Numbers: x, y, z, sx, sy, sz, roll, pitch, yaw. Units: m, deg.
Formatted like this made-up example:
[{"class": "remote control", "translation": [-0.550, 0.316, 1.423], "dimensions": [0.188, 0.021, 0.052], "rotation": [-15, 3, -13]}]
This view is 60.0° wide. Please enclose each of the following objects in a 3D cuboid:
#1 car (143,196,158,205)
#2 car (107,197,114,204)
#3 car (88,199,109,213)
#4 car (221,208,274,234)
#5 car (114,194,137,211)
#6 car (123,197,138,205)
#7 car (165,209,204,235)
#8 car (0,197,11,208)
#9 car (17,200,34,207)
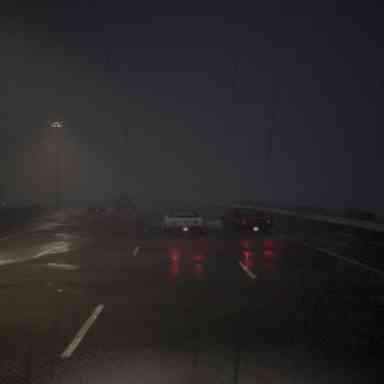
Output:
[{"class": "car", "translation": [-8.016, 1.598, 63.791], "dimensions": [2.128, 1.511, 4.902], "rotation": [0, 0, -22]}, {"class": "car", "translation": [-15.394, 1.708, 63.335], "dimensions": [1.837, 1.490, 4.892], "rotation": [0, -1, -23]}, {"class": "car", "translation": [-11.053, 1.749, 39.019], "dimensions": [1.895, 1.301, 4.718], "rotation": [-1, 0, -14]}, {"class": "car", "translation": [2.954, 1.562, 18.977], "dimensions": [1.895, 1.301, 4.718], "rotation": [-1, 0, -7]}, {"class": "car", "translation": [-8.441, 1.332, 42.558], "dimensions": [2.150, 2.045, 5.566], "rotation": [0, 0, -16]}, {"class": "car", "translation": [-11.748, 1.683, 63.469], "dimensions": [1.812, 1.442, 4.674], "rotation": [0, 0, -22]}, {"class": "car", "translation": [-0.603, 1.609, 19.155], "dimensions": [1.895, 1.301, 4.718], "rotation": [-1, 0, -7]}, {"class": "car", "translation": [-30.435, 1.771, 53.220], "dimensions": [2.097, 1.767, 4.553], "rotation": [-1, 0, -20]}, {"class": "car", "translation": [-26.973, 1.927, 53.942], "dimensions": [1.994, 1.385, 4.181], "rotation": [-1, 0, -19]}]
